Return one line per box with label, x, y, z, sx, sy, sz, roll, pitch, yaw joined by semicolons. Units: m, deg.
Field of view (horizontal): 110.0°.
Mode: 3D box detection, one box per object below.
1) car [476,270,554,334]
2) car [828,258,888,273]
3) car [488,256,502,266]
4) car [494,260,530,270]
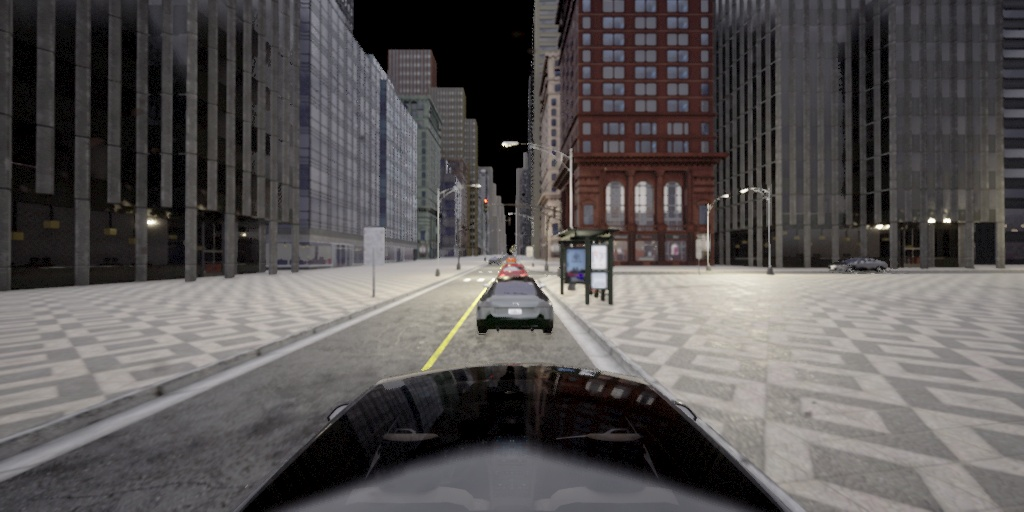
car;0.081;1.275;10.516;1.994;1.385;4.181;0;0;0
car;34.534;0.952;35.872;4.902;1.511;2.128;0;0;0
car;-3.145;0.921;62.899;2.033;1.411;5.357;0;0;1
car;0.080;1.178;21.711;1.812;1.442;4.674;0;0;1
